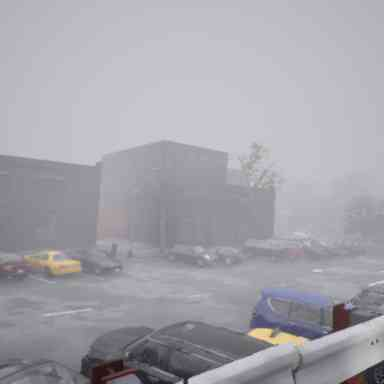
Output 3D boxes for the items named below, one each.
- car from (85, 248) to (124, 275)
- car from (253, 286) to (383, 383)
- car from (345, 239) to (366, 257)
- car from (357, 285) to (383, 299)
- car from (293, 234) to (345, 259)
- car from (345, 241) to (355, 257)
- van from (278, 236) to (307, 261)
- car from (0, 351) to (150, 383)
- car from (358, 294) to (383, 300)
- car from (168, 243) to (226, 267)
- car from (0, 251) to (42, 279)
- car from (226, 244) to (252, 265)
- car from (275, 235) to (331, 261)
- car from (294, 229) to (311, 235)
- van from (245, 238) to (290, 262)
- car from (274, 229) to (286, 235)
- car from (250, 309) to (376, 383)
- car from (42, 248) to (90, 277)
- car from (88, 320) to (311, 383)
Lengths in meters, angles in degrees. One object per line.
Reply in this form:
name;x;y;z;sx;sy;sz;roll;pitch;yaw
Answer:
car;-6.993;4.839;23.822;4.792;1.488;2.163;1;-4;34
car;4.765;4.744;11.398;5.566;2.045;2.435;3;-3;34
car;19.308;7.098;42.805;5.566;2.045;2.435;1;-4;34
car;9.599;5.340;14.947;4.553;1.767;2.185;3;-3;34
car;14.573;6.639;39.342;5.566;2.045;2.435;1;-4;34
car;16.953;7.150;41.060;4.792;1.488;2.163;1;-4;34
van;9.657;6.200;35.968;4.442;1.987;1.878;1;-4;34
car;-2.617;4.285;6.141;4.892;1.521;2.231;3;-3;34
car;7.140;5.258;13.182;4.792;1.488;2.163;3;-2;34
car;0.147;5.378;29.027;4.553;1.767;2.185;1;-4;34
car;-11.804;4.345;20.390;5.008;1.535;2.097;1;-4;34
car;2.565;5.736;30.728;4.892;1.521;2.231;1;-4;34
car;12.177;6.408;37.620;5.566;2.045;2.435;1;-4;34
car;20.982;8.136;63.299;2.435;2.045;5.566;2;-3;36
van;7.262;5.969;34.246;4.442;1.987;1.878;1;-4;34
car;17.690;8.407;68.428;1.946;1.575;5.366;1;-3;36
car;2.121;4.746;9.747;5.366;1.575;1.946;3;-2;34
car;-9.569;4.571;22.207;5.366;1.575;1.946;1;-4;34
car;-0.176;4.269;7.916;5.566;2.045;2.435;3;-2;34
